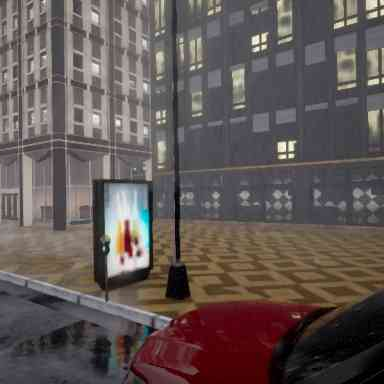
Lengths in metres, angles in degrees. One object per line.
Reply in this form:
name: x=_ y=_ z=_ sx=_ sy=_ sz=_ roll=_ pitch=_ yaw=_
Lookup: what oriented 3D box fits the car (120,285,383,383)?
car: x=1.793 y=1.315 z=1.618 sx=5.009 sy=1.841 sz=2.192 roll=0 pitch=-1 yaw=36
